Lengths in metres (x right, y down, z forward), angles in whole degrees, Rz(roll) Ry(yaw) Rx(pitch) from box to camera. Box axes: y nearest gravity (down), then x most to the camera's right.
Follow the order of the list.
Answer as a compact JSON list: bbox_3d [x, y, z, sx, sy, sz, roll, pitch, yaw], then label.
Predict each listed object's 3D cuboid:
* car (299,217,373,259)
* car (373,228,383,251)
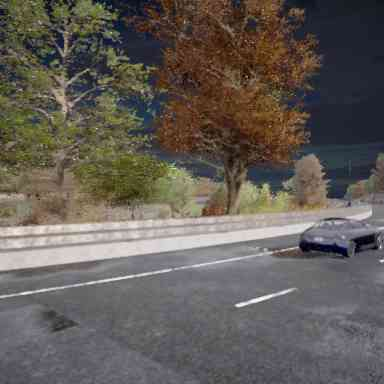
[{"bbox_3d":[6.190,1.744,13.672,4.181,1.385,1.994,1,-1,-42],"label":"car"},{"bbox_3d":[7.526,1.654,10.165,4.892,1.490,1.837,1,-1,-42],"label":"car"}]
